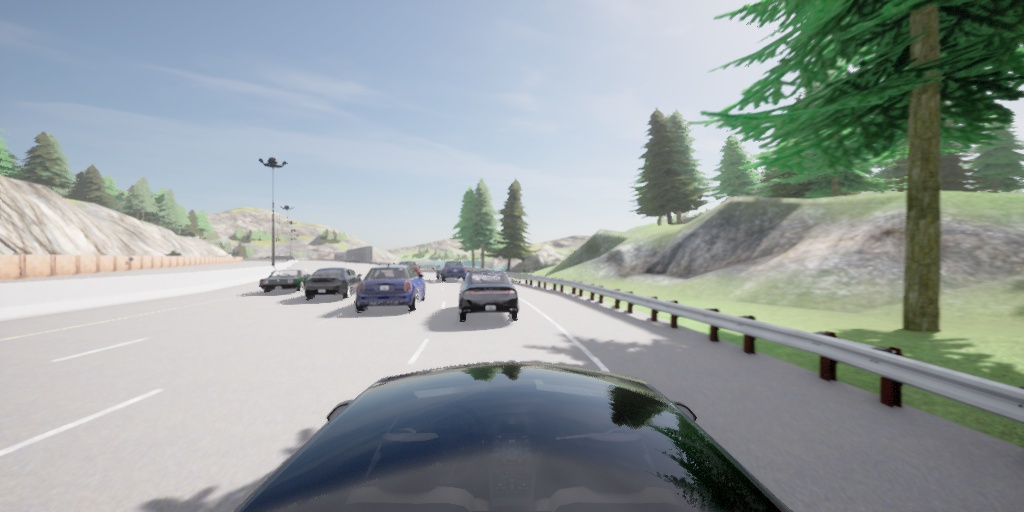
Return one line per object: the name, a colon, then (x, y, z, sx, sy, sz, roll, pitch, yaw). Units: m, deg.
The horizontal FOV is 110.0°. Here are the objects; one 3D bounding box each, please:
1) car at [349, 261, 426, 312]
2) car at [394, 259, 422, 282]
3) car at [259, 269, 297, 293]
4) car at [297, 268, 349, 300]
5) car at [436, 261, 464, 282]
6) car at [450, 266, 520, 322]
car: (-4.748, 1.144, 14.639, 2.097, 1.767, 4.553, 0, 0, -8)
car: (-9.259, 1.191, 31.555, 2.097, 1.767, 4.553, 0, 0, -20)
car: (-13.322, 1.448, 21.721, 1.895, 1.301, 4.718, 0, 0, -15)
car: (-8.969, 1.325, 18.353, 1.837, 1.490, 4.892, 0, 0, -12)
car: (-5.163, 1.167, 30.366, 2.097, 1.767, 4.553, 0, 0, -19)
car: (-0.916, 1.261, 12.544, 2.128, 1.511, 4.902, 0, 0, -7)
